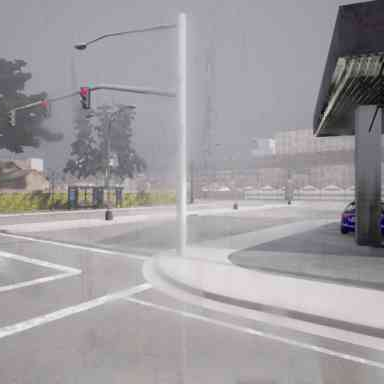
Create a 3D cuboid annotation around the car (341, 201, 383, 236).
[{"bbox_3d":[9.458,1.295,17.721,2.242,1.667,4.611,0,0,37],"label":"car"}]
